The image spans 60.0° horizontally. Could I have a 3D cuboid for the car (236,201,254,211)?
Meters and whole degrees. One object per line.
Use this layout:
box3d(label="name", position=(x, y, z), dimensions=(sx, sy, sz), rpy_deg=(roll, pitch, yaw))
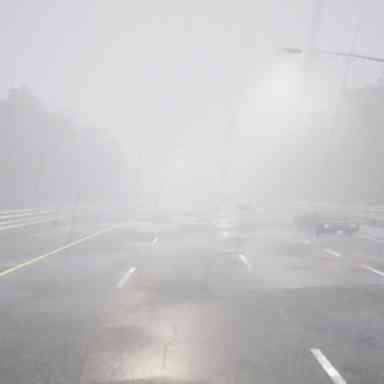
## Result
box3d(label="car", position=(7.119, 1.893, 45.131), dimensions=(1.895, 1.301, 4.718), rpy_deg=(0, -1, 0))

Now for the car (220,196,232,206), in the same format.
box3d(label="car", position=(7.292, 1.848, 71.482), dimensions=(2.150, 2.045, 5.566), rpy_deg=(0, -1, 0))

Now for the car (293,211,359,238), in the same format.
box3d(label="car", position=(7.021, 1.654, 18.022), dimensions=(1.895, 1.301, 4.718), rpy_deg=(0, 0, 0))
